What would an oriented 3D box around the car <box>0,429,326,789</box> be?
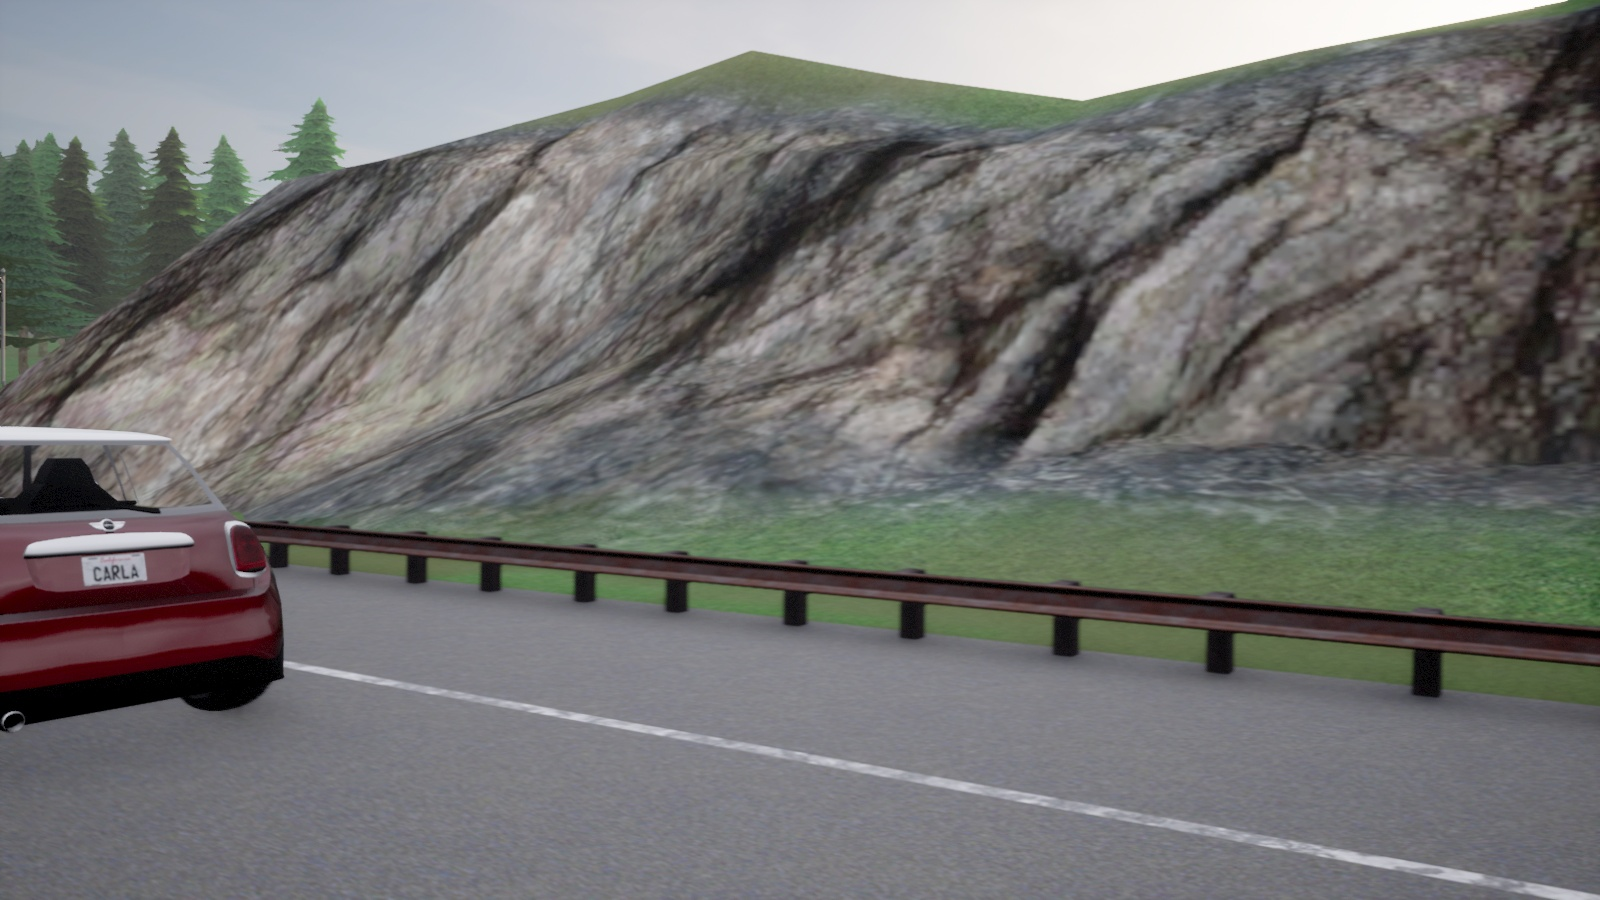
[{"bbox_3d":[-4.570,0.647,6.658,3.806,1.475,1.970,0,1,33],"label":"car"}]
